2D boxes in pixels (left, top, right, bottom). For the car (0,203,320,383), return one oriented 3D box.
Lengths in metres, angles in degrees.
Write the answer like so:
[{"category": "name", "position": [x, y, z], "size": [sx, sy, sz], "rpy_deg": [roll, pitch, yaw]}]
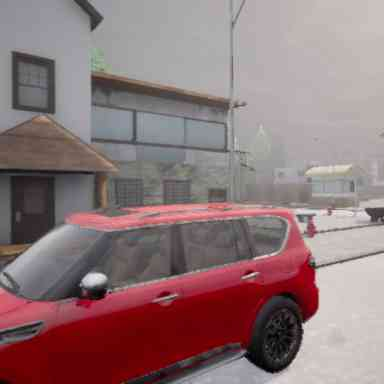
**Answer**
[{"category": "car", "position": [-0.759, 1.210, 4.064], "size": [5.566, 2.045, 2.150], "rpy_deg": [-1, 0, -35]}]
